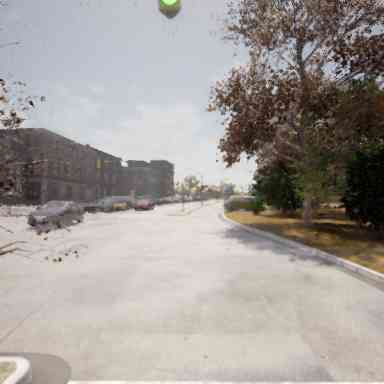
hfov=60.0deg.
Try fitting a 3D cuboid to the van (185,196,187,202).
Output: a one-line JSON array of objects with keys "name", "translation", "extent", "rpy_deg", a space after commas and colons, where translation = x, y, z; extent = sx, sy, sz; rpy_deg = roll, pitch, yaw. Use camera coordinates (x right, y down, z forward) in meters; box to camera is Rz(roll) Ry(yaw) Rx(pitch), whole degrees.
[{"name": "van", "translation": [-4.599, 2.186, 94.938], "extent": [4.442, 1.987, 1.878], "rpy_deg": [-1, -1, -10]}]

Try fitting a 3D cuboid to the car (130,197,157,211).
[{"name": "car", "translation": [-6.635, 1.834, 46.297], "extent": [1.882, 1.535, 5.008], "rpy_deg": [0, 0, 5]}]

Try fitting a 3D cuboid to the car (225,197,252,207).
[{"name": "car", "translation": [8.565, 1.853, 61.649], "extent": [4.553, 1.767, 2.185], "rpy_deg": [1, -1, -13]}]

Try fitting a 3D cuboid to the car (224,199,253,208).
[{"name": "car", "translation": [8.236, 1.986, 58.713], "extent": [4.674, 1.452, 2.002], "rpy_deg": [1, -1, -13]}]

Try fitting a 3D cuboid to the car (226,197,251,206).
[{"name": "car", "translation": [9.388, 1.920, 67.529], "extent": [4.553, 1.767, 2.185], "rpy_deg": [1, 0, -12]}]

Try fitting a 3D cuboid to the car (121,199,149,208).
[{"name": "car", "translation": [-10.130, 2.029, 59.091], "extent": [4.674, 1.452, 2.002], "rpy_deg": [-1, -1, -14]}]

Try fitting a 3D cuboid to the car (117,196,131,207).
[{"name": "car", "translation": [-11.411, 1.720, 47.069], "extent": [4.553, 1.767, 2.185], "rpy_deg": [-1, -1, -15]}]

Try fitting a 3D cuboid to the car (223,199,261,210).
[{"name": "car", "translation": [7.462, 1.846, 49.927], "extent": [5.366, 1.575, 1.946], "rpy_deg": [1, -1, -14]}]

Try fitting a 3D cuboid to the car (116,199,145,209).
[{"name": "car", "translation": [-10.462, 1.993, 56.085], "extent": [4.674, 1.452, 2.002], "rpy_deg": [-1, -1, -14]}]

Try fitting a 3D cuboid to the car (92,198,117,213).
[{"name": "car", "translation": [-12.072, 1.809, 41.114], "extent": [4.792, 1.488, 2.163], "rpy_deg": [-1, -1, -16]}]

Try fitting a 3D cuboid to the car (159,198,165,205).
[{"name": "car", "translation": [-8.981, 1.845, 68.098], "extent": [5.566, 2.045, 2.435], "rpy_deg": [-1, -1, -13]}]

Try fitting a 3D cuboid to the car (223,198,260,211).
[{"name": "car", "translation": [6.966, 1.687, 46.928], "extent": [4.553, 1.767, 2.185], "rpy_deg": [1, -1, -14]}]

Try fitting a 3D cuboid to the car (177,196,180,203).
[{"name": "car", "translation": [-6.261, 2.310, 86.000], "extent": [4.892, 1.521, 2.231], "rpy_deg": [-1, -1, -10]}]

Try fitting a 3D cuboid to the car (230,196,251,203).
[{"name": "car", "translation": [13.627, 2.090, 93.880], "extent": [5.566, 2.045, 2.435], "rpy_deg": [1, -1, -10]}]

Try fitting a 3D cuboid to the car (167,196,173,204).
[{"name": "car", "translation": [-7.712, 2.203, 77.051], "extent": [5.008, 1.535, 2.097], "rpy_deg": [-1, -1, -12]}]

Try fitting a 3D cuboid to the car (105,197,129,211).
[{"name": "car", "translation": [-11.466, 1.803, 44.114], "extent": [5.366, 1.575, 1.946], "rpy_deg": [-1, -1, -15]}]

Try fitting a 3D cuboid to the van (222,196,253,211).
[{"name": "van", "translation": [6.621, 1.551, 43.955], "extent": [4.442, 1.987, 1.878], "rpy_deg": [1, 0, -15]}]

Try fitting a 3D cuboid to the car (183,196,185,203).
[{"name": "car", "translation": [-5.423, 2.379, 91.907], "extent": [5.366, 1.575, 1.946], "rpy_deg": [-1, -1, -10]}]

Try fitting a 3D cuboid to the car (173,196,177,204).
[{"name": "car", "translation": [-6.747, 2.148, 83.022], "extent": [4.553, 1.767, 2.185], "rpy_deg": [-1, -1, -11]}]

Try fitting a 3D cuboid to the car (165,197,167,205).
[{"name": "car", "translation": [-8.598, 2.133, 71.079], "extent": [5.008, 1.535, 2.097], "rpy_deg": [-1, -1, -12]}]

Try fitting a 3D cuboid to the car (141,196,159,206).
[{"name": "car", "translation": [-9.392, 2.101, 65.083], "extent": [4.674, 1.452, 2.002], "rpy_deg": [-1, -1, -13]}]

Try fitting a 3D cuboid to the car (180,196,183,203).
[{"name": "car", "translation": [-5.772, 2.344, 88.979], "extent": [5.008, 1.535, 2.097], "rpy_deg": [-1, -1, -10]}]

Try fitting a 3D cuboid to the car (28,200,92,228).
[{"name": "car", "translation": [-8.324, 1.295, 20.825], "extent": [2.128, 1.511, 4.902], "rpy_deg": [1, 1, 2]}]
